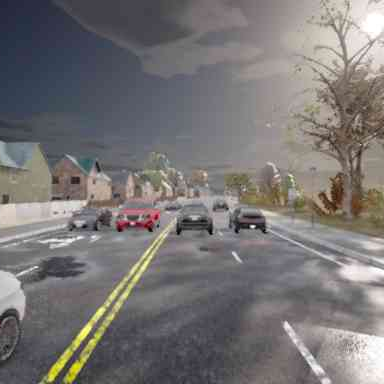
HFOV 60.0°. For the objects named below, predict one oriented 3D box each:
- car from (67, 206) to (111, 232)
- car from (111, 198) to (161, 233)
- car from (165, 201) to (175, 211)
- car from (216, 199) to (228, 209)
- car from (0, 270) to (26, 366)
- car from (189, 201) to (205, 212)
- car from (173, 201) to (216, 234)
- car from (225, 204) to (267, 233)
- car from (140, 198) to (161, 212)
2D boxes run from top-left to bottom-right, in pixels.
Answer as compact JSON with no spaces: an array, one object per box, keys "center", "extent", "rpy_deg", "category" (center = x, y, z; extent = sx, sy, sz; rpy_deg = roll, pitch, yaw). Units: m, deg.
[{"center":[-6.518,1.695,21.769],"extent":[2.128,1.511,4.902],"rpy_deg":[0,0,1],"category":"car"},{"center":[-3.279,1.419,21.286],"extent":[2.150,2.045,5.566],"rpy_deg":[0,-1,1],"category":"car"},{"center":[-2.555,1.983,46.704],"extent":[1.994,1.385,4.181],"rpy_deg":[0,-1,2],"category":"car"},{"center":[4.112,1.773,47.988],"extent":[2.097,1.767,4.553],"rpy_deg":[0,-1,3],"category":"car"},{"center":[-3.350,1.557,3.146],"extent":[1.812,1.442,4.674],"rpy_deg":[0,-1,0],"category":"car"},{"center":[0.807,1.965,46.942],"extent":[2.033,1.411,5.357],"rpy_deg":[0,0,3],"category":"car"},{"center":[0.167,1.542,20.625],"extent":[2.097,1.767,4.553],"rpy_deg":[0,-1,1],"category":"car"},{"center":[3.420,1.697,20.984],"extent":[1.837,1.490,4.892],"rpy_deg":[0,0,1],"category":"car"},{"center":[-5.789,1.776,47.010],"extent":[2.097,1.767,4.553],"rpy_deg":[0,0,3],"category":"car"}]
